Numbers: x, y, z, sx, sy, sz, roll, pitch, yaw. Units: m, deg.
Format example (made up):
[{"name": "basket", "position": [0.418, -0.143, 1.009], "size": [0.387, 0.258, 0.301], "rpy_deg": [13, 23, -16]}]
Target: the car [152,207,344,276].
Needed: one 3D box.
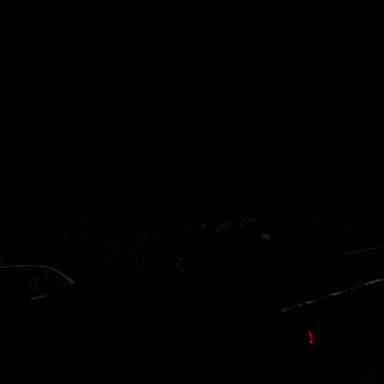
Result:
[{"name": "car", "position": [1.471, 1.315, 7.679], "size": [5.009, 1.841, 2.192], "rpy_deg": [0, 0, -35]}]

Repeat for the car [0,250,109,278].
[{"name": "car", "position": [-3.105, 1.551, 4.434], "size": [4.403, 1.369, 2.008], "rpy_deg": [0, 0, -35]}]

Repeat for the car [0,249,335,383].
[{"name": "car", "position": [-0.752, 1.564, 2.839], "size": [4.181, 1.385, 1.994], "rpy_deg": [0, 0, -35]}]
